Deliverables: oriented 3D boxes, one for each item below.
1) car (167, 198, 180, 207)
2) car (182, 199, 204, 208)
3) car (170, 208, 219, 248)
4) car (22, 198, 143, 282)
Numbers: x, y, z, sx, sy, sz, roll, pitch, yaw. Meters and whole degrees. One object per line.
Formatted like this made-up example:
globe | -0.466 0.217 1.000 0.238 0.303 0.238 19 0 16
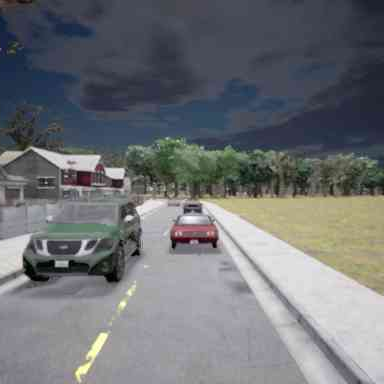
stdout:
car | -2.864 1.584 52.137 1.895 1.301 4.718 0 0 0
car | 0.081 1.496 32.577 1.837 1.490 4.892 0 0 0
car | 0.091 1.597 14.774 1.895 1.301 4.718 0 0 0
car | -2.857 1.219 10.057 2.150 2.045 5.566 0 0 0
